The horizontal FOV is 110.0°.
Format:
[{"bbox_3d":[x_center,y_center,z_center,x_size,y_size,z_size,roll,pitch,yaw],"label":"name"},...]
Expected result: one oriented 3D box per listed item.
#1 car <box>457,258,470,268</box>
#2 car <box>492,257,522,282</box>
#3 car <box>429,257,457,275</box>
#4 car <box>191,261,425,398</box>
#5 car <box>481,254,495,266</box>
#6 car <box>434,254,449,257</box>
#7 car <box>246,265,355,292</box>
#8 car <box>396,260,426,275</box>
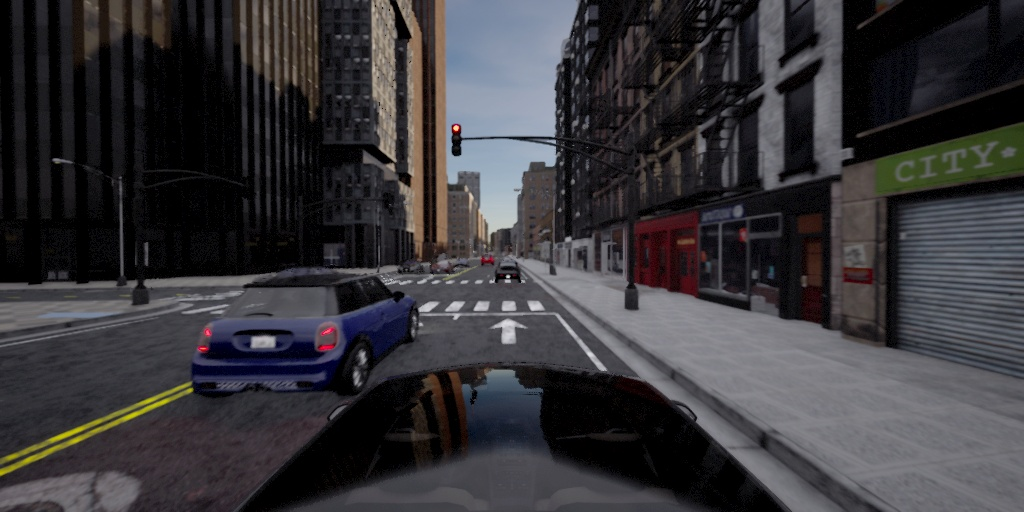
[{"bbox_3d":[-7.425,1.038,53.649,2.033,1.411,5.357,0,0,-1],"label":"car"},{"bbox_3d":[-0.307,1.109,26.703,1.837,1.490,4.892,0,1,-1],"label":"car"},{"bbox_3d":[-7.174,1.108,37.135,1.812,1.442,4.674,0,0,-1],"label":"car"},{"bbox_3d":[-3.213,1.093,6.707,2.097,1.767,4.553,0,1,-1],"label":"car"},{"bbox_3d":[-4.284,0.639,63.159,2.150,2.045,5.566,0,0,-1],"label":"car"},{"bbox_3d":[-10.681,0.730,54.013,2.150,2.045,5.566,0,0,-1],"label":"car"},{"bbox_3d":[-12.361,1.292,21.137,5.357,1.411,2.033,-1,1,8],"label":"car"},{"bbox_3d":[-10.426,1.164,37.347,1.994,1.385,4.181,0,0,-1],"label":"car"}]
